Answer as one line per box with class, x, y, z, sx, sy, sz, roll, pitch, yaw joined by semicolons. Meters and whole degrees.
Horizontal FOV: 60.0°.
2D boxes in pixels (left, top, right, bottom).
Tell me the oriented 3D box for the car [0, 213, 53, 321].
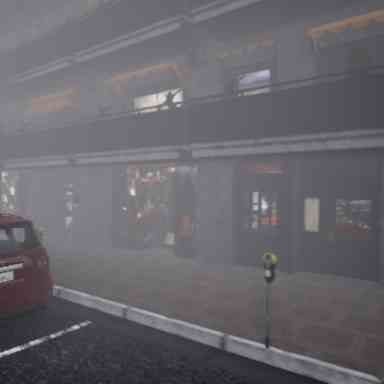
car;-4.634;1.303;6.159;5.009;1.841;2.192;0;1;35
